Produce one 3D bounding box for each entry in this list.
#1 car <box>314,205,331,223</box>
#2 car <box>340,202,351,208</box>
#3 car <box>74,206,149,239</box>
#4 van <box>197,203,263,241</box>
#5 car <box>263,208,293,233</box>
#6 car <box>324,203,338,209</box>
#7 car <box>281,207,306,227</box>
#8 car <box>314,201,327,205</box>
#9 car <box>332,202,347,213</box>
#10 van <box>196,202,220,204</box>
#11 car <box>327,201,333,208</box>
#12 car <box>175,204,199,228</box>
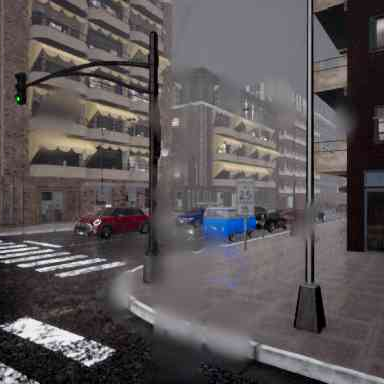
[{"bbox_3d":[11.725,2.233,32.422,2.008,1.369,4.403,-1,-2,35],"label":"car"},{"bbox_3d":[40.118,3.376,86.733,1.752,1.417,4.829,-1,-2,35],"label":"car"},{"bbox_3d":[-4.549,1.639,19.411,2.097,1.767,4.553,0,-1,35],"label":"car"},{"bbox_3d":[2.229,1.704,18.787,1.690,1.788,3.998,-1,-2,35],"label":"van"},{"bbox_3d":[5.303,2.035,23.394,1.947,1.339,4.313,-1,-2,35],"label":"car"},{"bbox_3d":[30.581,3.064,73.327,1.887,1.381,4.507,-1,-2,35],"label":"car"},{"bbox_3d":[8.513,2.158,27.907,1.802,1.307,4.206,-1,-2,35],"label":"car"},{"bbox_3d":[24.159,2.889,64.299,1.802,1.307,4.206,-1,-2,35],"label":"car"},{"bbox_3d":[25.931,2.723,56.781,1.837,1.490,4.892,0,-1,36],"label":"car"},{"bbox_3d":[1.681,1.903,32.709,1.690,1.788,3.998,-1,-2,35],"label":"van"},{"bbox_3d":[27.369,2.729,68.819,2.192,1.841,5.009,-1,-2,35],"label":"car"},{"bbox_3d":[0.591,1.985,26.673,1.812,1.442,4.674,0,-1,36],"label":"car"}]
